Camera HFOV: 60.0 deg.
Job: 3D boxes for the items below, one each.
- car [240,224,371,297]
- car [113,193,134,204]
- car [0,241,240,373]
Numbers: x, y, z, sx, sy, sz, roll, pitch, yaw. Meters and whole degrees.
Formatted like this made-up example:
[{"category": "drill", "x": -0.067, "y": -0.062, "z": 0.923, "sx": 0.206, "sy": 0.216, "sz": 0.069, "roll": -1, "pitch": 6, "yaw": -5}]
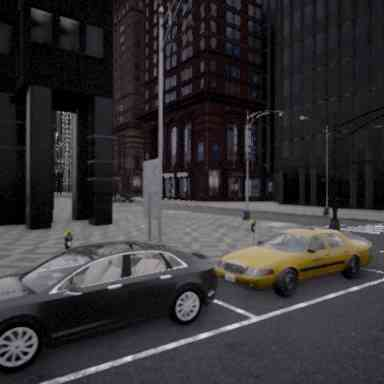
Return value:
[{"category": "car", "x": 2.798, "y": 1.552, "z": 8.645, "sx": 4.829, "sy": 1.417, "sz": 1.752, "roll": 0, "pitch": 0, "yaw": -36}, {"category": "car", "x": -9.641, "y": 0.866, "z": 45.858, "sx": 1.994, "sy": 1.385, "sz": 4.181, "roll": 0, "pitch": 1, "yaw": -36}, {"category": "car", "x": -1.551, "y": 1.558, "z": 5.541, "sx": 4.403, "sy": 1.369, "sz": 2.008, "roll": 0, "pitch": 0, "yaw": -36}]
